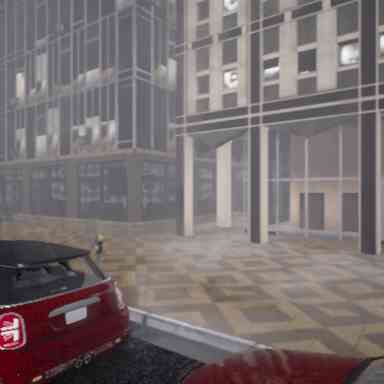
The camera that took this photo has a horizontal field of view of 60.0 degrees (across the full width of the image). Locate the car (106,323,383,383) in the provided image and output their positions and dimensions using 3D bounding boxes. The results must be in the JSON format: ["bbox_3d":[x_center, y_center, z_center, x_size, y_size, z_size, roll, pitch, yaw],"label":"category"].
[{"bbox_3d":[1.693,1.582,1.666,4.206,1.307,1.802,0,0,35],"label":"car"}]

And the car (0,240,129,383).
[{"bbox_3d":[-2.906,1.438,4.944,4.097,1.590,1.967,0,0,35],"label":"car"}]
